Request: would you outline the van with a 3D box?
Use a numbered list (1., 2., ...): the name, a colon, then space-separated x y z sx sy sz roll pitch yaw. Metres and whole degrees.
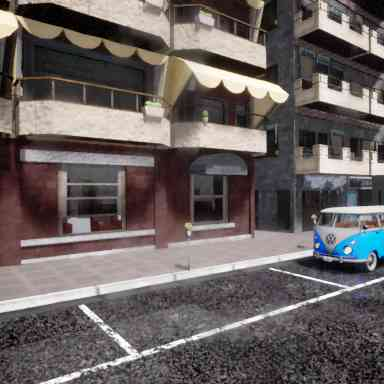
1. van: 5.491 1.343 10.484 3.998 1.788 1.690 0 0 -35
